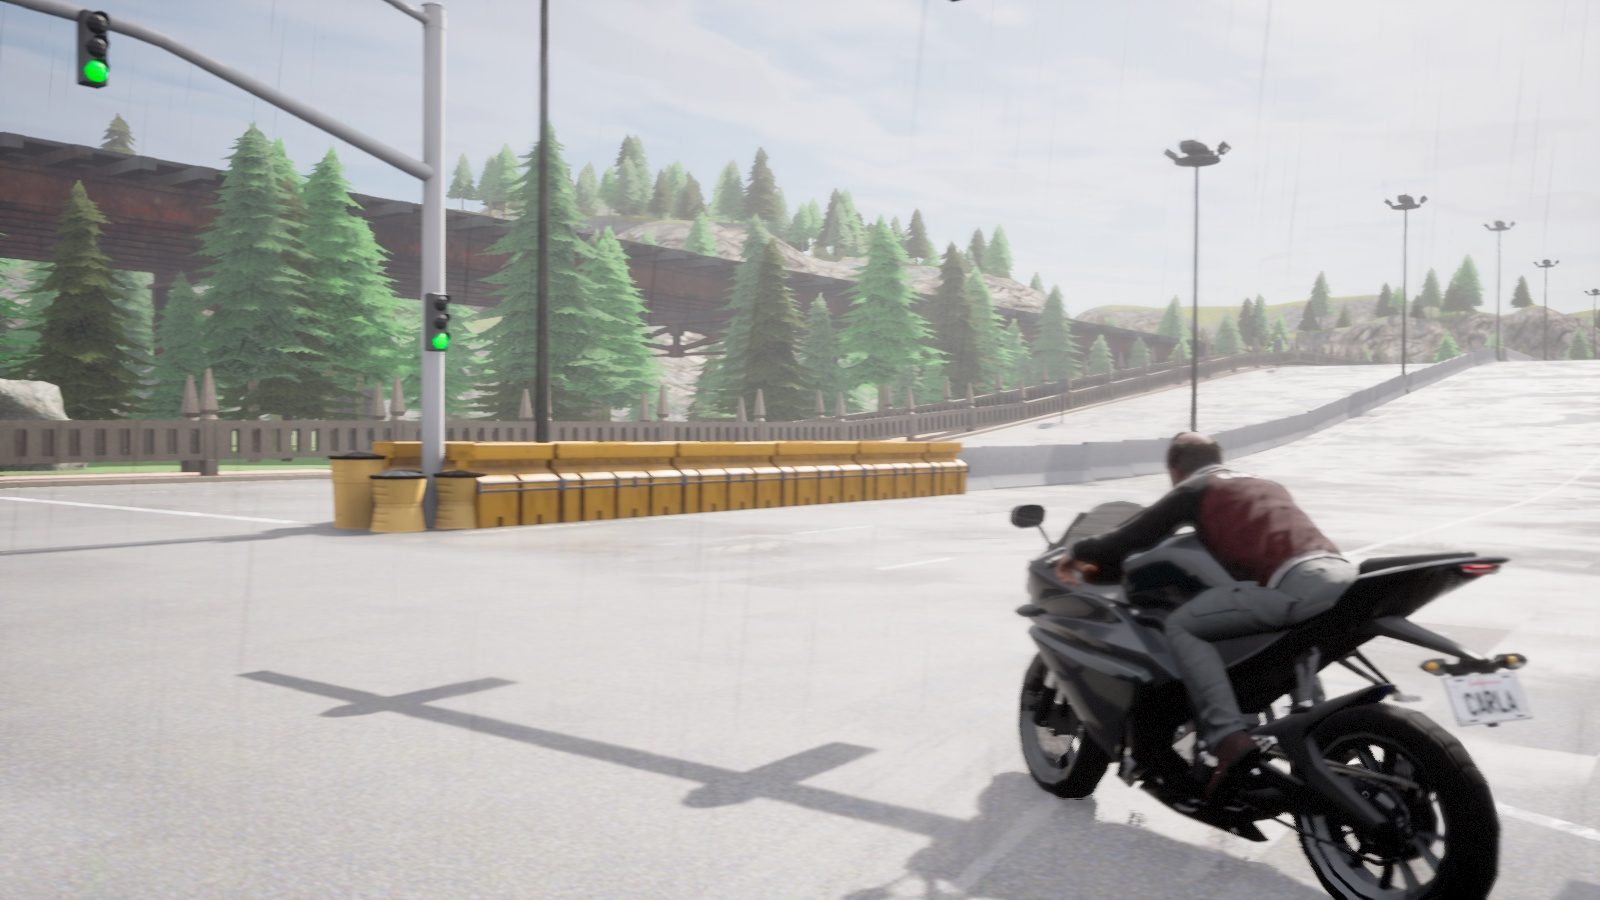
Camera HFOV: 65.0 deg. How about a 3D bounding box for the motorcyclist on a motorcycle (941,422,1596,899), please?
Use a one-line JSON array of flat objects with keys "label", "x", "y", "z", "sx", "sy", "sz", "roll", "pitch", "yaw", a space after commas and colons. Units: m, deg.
[{"label": "motorcyclist on a motorcycle", "x": 1.481, "y": 0.686, "z": 4.521, "sx": 0.866, "sy": 1.530, "sz": 2.191, "roll": 1, "pitch": 0, "yaw": -26}]
